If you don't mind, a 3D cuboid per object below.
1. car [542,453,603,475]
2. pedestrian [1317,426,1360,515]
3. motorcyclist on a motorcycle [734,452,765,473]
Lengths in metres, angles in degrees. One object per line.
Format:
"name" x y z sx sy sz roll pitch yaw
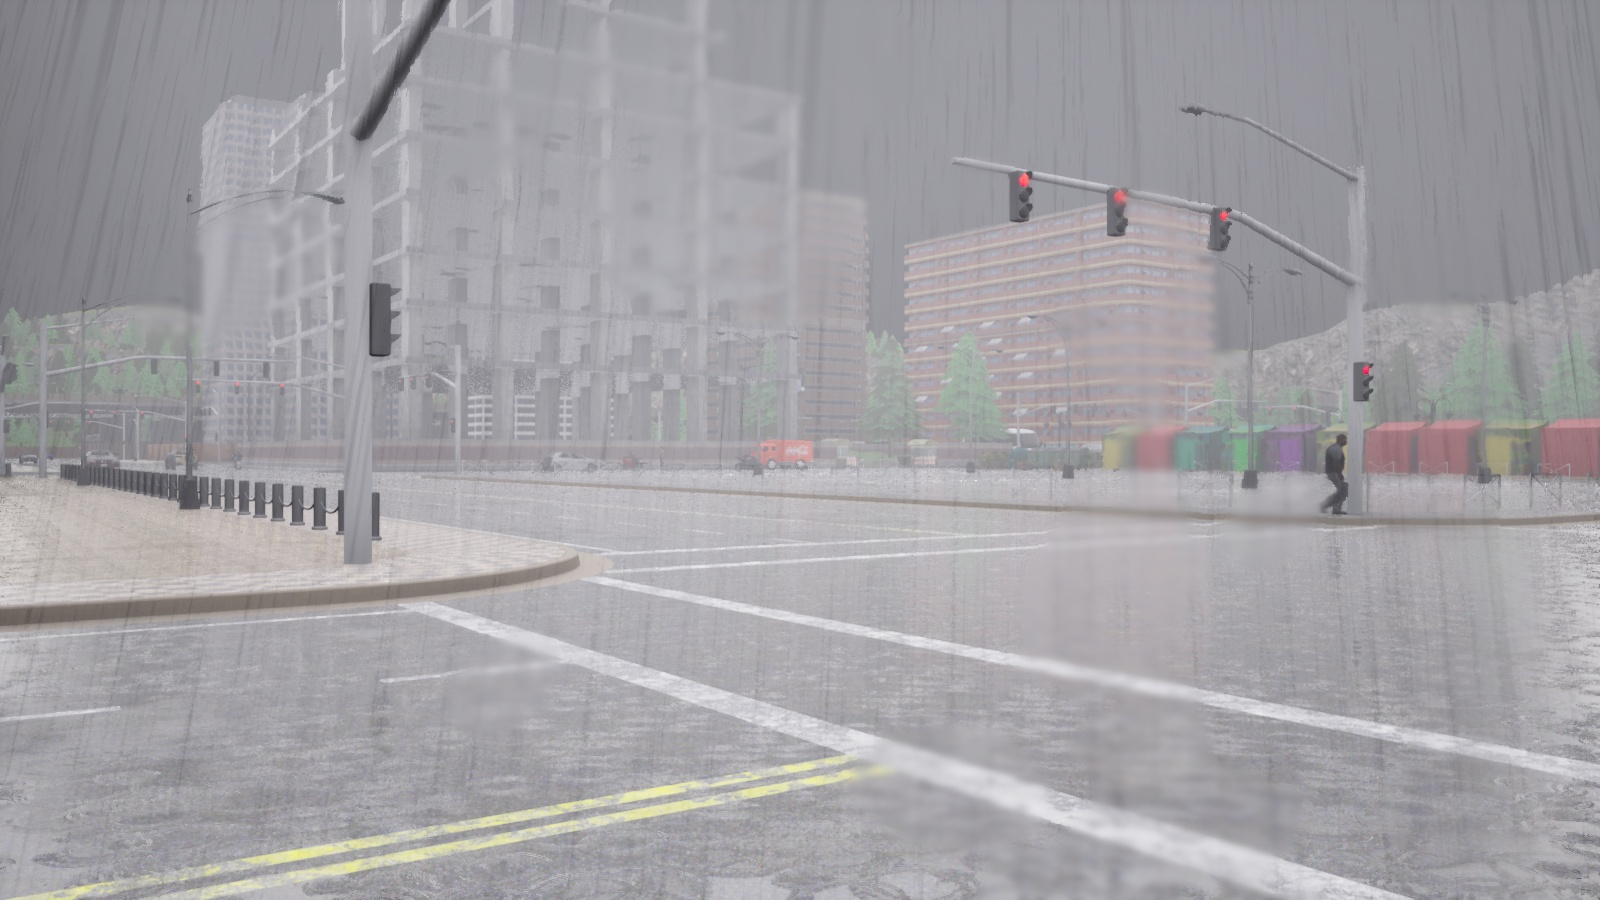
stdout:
"car" -15.413 0.931 85.039 3.633 1.501 1.845 0 0 -35
"pedestrian" 11.584 0.433 27.022 0.849 1.883 0.563 0 0 23
"motorcyclist on a motorcycle" -3.769 0.941 93.208 2.191 1.530 0.866 0 0 -35
